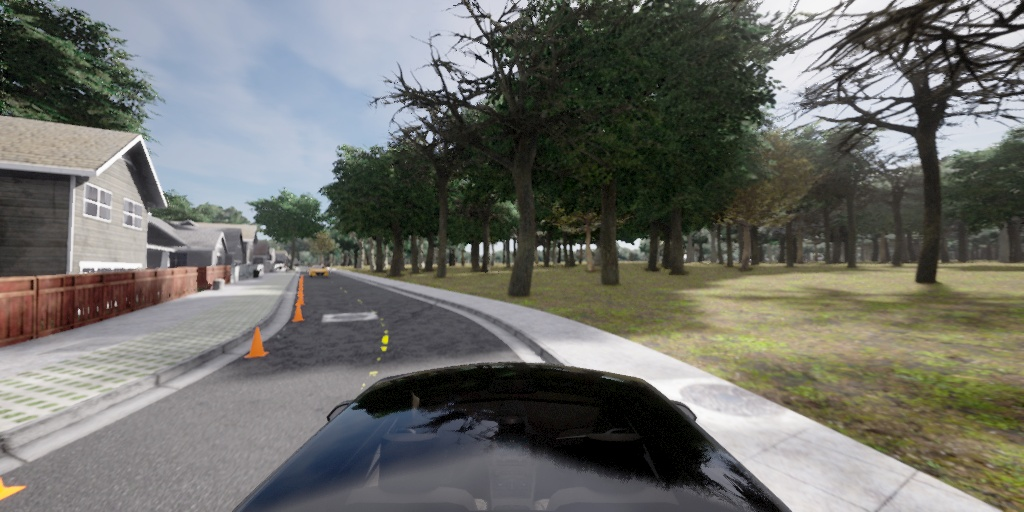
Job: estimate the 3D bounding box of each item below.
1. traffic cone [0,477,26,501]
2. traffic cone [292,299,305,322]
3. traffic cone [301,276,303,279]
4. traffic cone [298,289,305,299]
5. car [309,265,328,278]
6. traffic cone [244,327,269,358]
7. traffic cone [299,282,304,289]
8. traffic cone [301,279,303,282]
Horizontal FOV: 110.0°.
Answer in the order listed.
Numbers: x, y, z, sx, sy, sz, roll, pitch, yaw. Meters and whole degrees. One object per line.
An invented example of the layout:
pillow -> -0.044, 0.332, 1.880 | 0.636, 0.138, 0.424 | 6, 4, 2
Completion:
traffic cone -> -4.374, 1.723, 2.935 | 0.340, 0.580, 0.340 | 0, 0, -6
traffic cone -> -6.933, 1.800, 11.631 | 0.340, 0.580, 0.340 | 0, 0, -27
traffic cone -> -16.887, 2.094, 28.804 | 0.340, 0.580, 0.340 | 0, 0, -30
traffic cone -> -9.333, 1.863, 15.843 | 0.340, 0.580, 0.340 | 0, 0, -30
car -> -24.393, 1.921, 45.193 | 1.882, 1.535, 5.008 | 1, -2, -33
traffic cone -> -5.261, 1.757, 7.398 | 0.340, 0.580, 0.340 | 0, 0, -16
traffic cone -> -11.852, 1.939, 20.163 | 0.340, 0.580, 0.340 | 0, 0, -30
traffic cone -> -14.370, 2.016, 24.483 | 0.340, 0.580, 0.340 | 0, 0, -30
